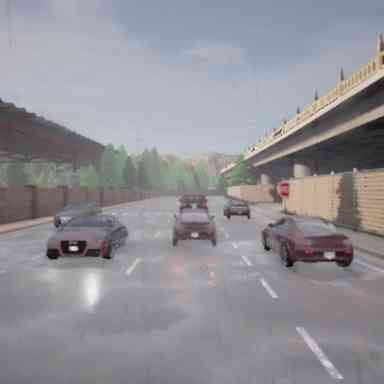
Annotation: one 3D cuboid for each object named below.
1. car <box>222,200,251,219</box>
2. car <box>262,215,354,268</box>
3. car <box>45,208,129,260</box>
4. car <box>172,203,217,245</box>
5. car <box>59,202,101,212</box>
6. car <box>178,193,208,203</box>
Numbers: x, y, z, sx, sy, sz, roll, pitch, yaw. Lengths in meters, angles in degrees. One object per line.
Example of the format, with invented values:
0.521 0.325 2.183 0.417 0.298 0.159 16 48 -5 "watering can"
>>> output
3.615 1.361 27.443 2.128 1.511 4.902 0 0 0 "car"
3.595 1.474 10.992 1.812 1.442 4.674 0 0 0 "car"
-3.589 1.507 12.062 1.994 1.385 4.181 0 0 0 "car"
0.103 1.455 15.024 1.812 1.442 4.674 0 0 0 "car"
-7.060 1.394 21.052 2.128 1.511 4.902 0 0 0 "car"
0.121 1.100 26.021 2.150 2.045 5.566 0 0 -1 "car"
